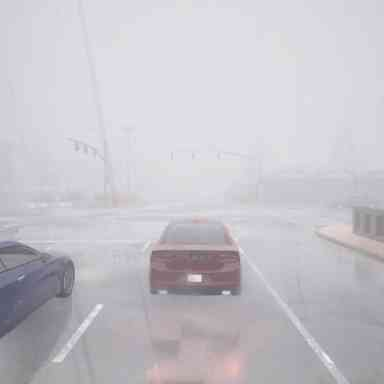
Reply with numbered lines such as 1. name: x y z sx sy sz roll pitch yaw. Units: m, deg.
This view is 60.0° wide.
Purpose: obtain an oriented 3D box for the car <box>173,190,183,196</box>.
1. car: -3.482 0.238 77.828 1.994 1.385 4.181 0 1 0

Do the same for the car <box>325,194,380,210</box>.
1. car: 15.514 0.979 32.251 4.892 1.490 1.837 0 1 2

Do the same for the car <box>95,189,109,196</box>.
1. car: -20.983 0.174 77.794 1.837 1.490 4.892 0 1 0

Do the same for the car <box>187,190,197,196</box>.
1. car: 0.019 0.190 77.612 1.837 1.490 4.892 0 1 0

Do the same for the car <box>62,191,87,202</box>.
1. car: -17.605 0.674 49.089 2.128 1.511 4.902 0 1 -1

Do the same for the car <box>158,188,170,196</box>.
1. car: -6.983 0.211 78.689 2.033 1.411 5.357 0 1 0

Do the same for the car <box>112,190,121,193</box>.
1. car: -17.484 0.231 77.413 1.994 1.385 4.181 0 1 0

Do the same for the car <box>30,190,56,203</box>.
1. car: -21.085 0.569 47.134 2.097 1.767 4.553 0 1 0

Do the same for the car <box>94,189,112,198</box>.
1. car: -17.506 0.448 64.151 1.812 1.442 4.674 0 1 0

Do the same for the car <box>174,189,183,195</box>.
1. car: -3.481 0.056 87.615 2.033 1.411 5.357 0 1 0

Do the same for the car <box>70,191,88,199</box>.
1. car: -21.025 0.483 62.156 1.812 1.442 4.674 0 1 1

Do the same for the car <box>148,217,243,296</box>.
1. car: 0.114 1.361 8.460 1.882 1.535 5.008 0 1 1

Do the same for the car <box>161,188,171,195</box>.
1. car: -6.981 -0.156 89.200 2.097 1.767 4.553 0 1 1

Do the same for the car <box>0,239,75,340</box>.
1. car: -3.434 1.458 5.275 1.812 1.442 4.674 0 1 0
